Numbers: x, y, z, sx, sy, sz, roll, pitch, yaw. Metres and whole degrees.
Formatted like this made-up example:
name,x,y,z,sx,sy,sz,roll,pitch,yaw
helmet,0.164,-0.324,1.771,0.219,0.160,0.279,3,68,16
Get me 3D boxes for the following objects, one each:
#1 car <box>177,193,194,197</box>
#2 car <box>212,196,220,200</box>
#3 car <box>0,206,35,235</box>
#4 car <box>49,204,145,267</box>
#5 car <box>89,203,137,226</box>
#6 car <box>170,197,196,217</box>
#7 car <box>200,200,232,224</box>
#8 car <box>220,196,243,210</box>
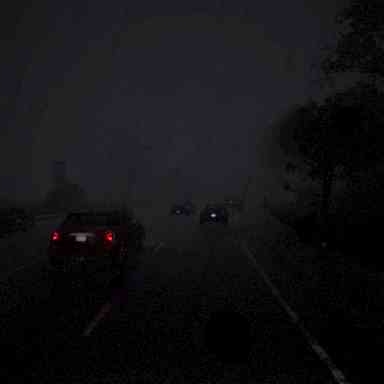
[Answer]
name,x,y,z,sx,sy,sz,roll,pitch,yaw
car,-1.210,1.173,57.341,2.150,2.045,5.566,0,0,20
car,5.398,1.434,64.546,1.882,1.535,5.008,0,0,23
car,-9.866,1.481,16.802,1.837,1.490,4.892,0,0,5
car,-3.018,1.341,11.516,2.097,1.767,4.553,0,0,3
car,-5.588,1.540,24.146,1.994,1.385,4.181,0,0,7
car,-0.800,1.505,31.135,1.812,1.442,4.674,0,0,10
car,1.727,1.553,24.638,1.994,1.385,4.181,0,0,7
car,5.217,1.339,41.977,2.097,1.767,4.553,0,0,14
